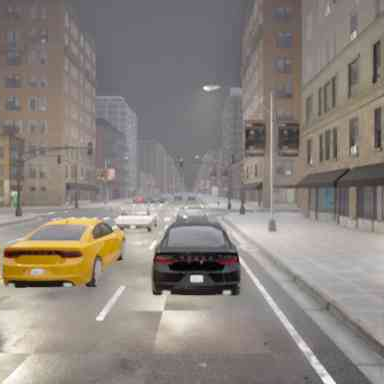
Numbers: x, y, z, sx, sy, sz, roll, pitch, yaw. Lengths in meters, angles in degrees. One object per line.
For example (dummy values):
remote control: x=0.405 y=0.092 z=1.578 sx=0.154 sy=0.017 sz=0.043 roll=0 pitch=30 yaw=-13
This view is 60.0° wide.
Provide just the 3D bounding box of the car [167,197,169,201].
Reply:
car: x=-6.616 y=1.472 z=78.735 sx=1.812 sy=1.442 sz=4.674 roll=0 pitch=0 yaw=0

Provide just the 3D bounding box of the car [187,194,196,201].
car: x=-0.119 y=1.423 z=80.872 sx=1.882 sy=1.535 sz=5.008 roll=0 pitch=0 yaw=0

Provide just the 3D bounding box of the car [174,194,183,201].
car: x=-3.369 y=1.445 z=80.868 sx=1.837 sy=1.490 sz=4.892 roll=0 pitch=0 yaw=0

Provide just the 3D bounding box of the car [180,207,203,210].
car: x=-0.027 y=1.539 z=18.524 sx=2.033 sy=1.411 sz=5.357 roll=0 pitch=0 yaw=0

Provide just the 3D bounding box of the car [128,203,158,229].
car: x=-3.180 y=1.592 z=20.081 sx=1.895 sy=1.301 sz=4.718 roll=0 pitch=0 yaw=0

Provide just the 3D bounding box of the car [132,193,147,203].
car: x=-9.885 y=1.182 z=63.249 sx=2.150 sy=2.045 sz=5.566 roll=0 pitch=0 yaw=0

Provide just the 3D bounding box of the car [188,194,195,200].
car: x=-0.134 y=1.287 z=91.292 sx=1.882 sy=1.535 sz=5.008 roll=0 pitch=0 yaw=0

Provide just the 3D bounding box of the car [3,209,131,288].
car: x=-3.164 y=1.474 z=9.256 sx=1.882 sy=1.535 sz=5.008 roll=0 pitch=0 yaw=0

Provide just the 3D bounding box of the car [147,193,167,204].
car: x=-6.636 y=1.182 z=63.364 sx=2.150 sy=2.045 sz=5.566 roll=0 pitch=0 yaw=0

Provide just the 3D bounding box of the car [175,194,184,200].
car: x=-3.384 y=1.349 z=91.287 sx=2.033 sy=1.411 sz=5.357 roll=0 pitch=0 yaw=0

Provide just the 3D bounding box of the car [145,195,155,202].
car: x=-9.866 y=1.449 z=78.653 sx=1.837 sy=1.490 sz=4.892 roll=0 pitch=0 yaw=0

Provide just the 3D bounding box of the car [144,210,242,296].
car: x=0.087 y=1.474 z=8.705 sx=1.882 sy=1.535 sz=5.008 roll=0 pitch=0 yaw=0
